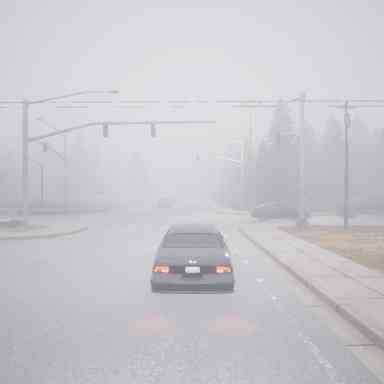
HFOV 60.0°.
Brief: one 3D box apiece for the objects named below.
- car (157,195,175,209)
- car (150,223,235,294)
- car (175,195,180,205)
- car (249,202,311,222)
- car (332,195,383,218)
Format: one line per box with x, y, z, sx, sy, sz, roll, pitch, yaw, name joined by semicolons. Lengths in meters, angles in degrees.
-3.693;1.504;45.065;1.837;1.490;4.892;0;0;0;car
0.031;1.545;8.940;2.033;1.411;5.357;0;0;0;car
-3.681;1.493;57.069;2.128;1.511;4.902;0;0;0;car
6.828;1.552;25.925;4.674;1.442;1.812;0;0;2;car
15.536;1.248;29.592;5.566;2.045;2.150;0;0;1;car
